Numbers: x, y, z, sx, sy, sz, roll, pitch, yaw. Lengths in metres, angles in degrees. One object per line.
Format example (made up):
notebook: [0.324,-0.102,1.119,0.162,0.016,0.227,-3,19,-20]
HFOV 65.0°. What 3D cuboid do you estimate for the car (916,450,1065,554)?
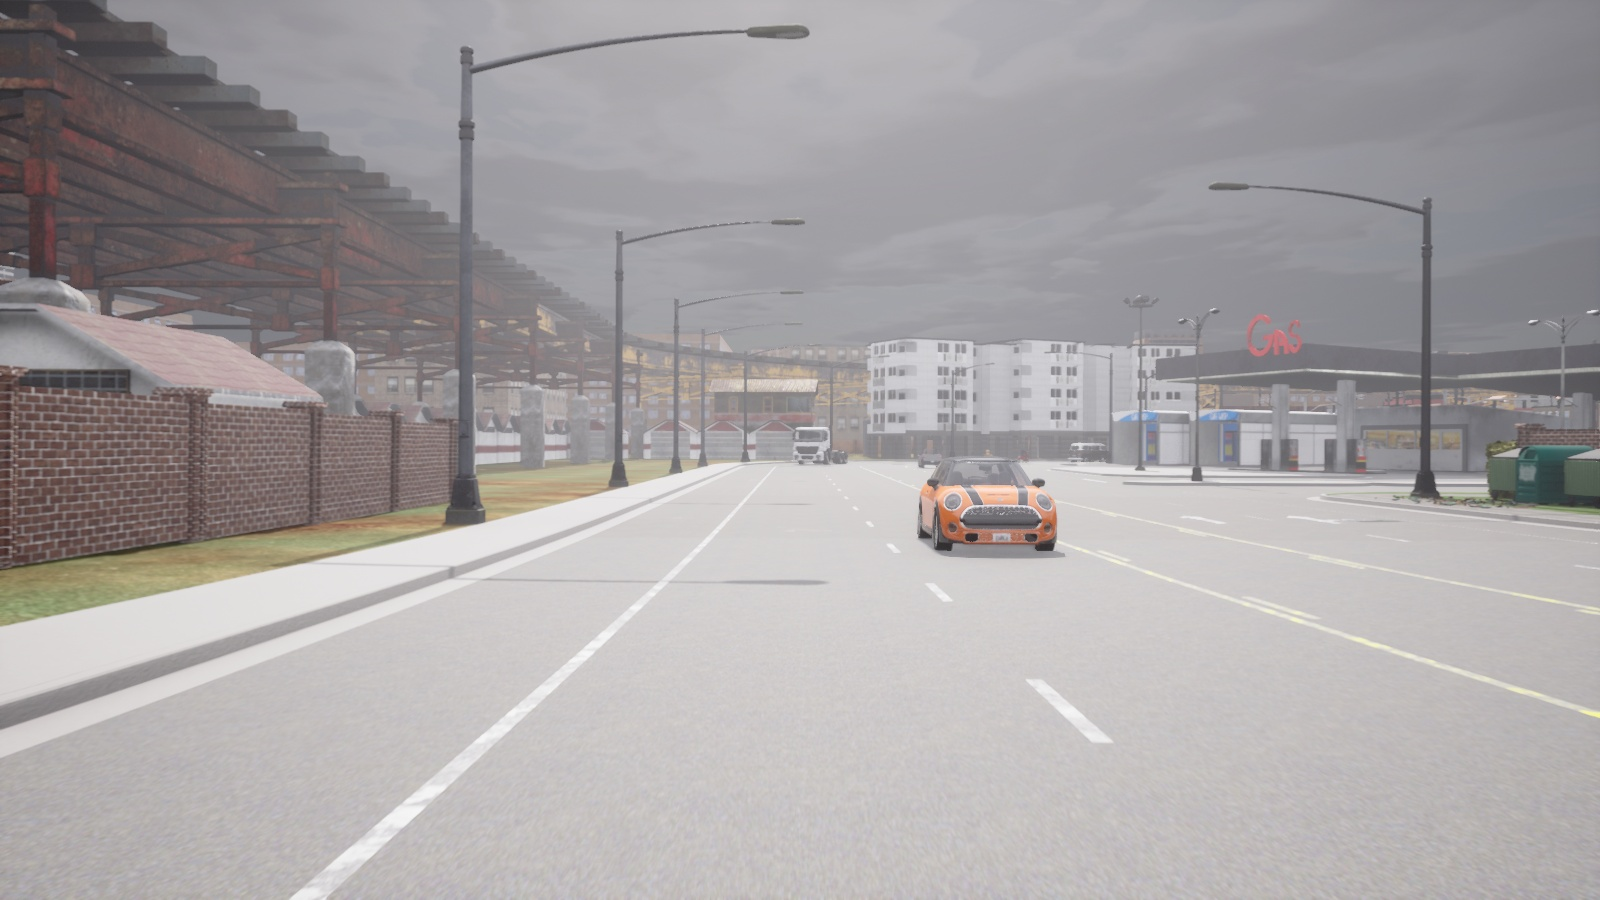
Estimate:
car: [3.447,0.886,23.626,2.097,1.767,4.553,0,0,0]
